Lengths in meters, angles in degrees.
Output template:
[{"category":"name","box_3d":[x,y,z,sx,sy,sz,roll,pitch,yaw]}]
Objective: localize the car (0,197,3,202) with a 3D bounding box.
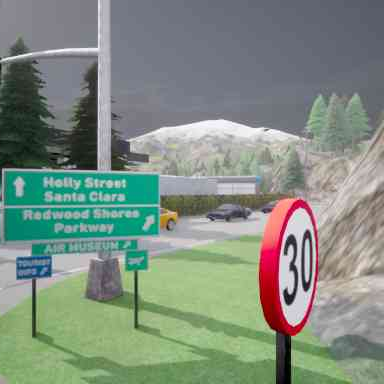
[{"category":"car","box_3d":[-12.368,1.505,26.054,1.905,1.878,3.866,0,0,35]}]

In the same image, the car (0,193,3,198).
[{"category":"car","box_3d":[-38.568,1.490,69.998,4.514,1.523,2.007,0,0,35]}]

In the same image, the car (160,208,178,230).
[{"category":"car","box_3d":[-2.912,1.669,20.479,1.882,1.535,5.008,0,0,36]}]

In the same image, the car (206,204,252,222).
[{"category":"car","box_3d":[3.359,1.739,29.098,2.033,1.411,5.357,0,0,36]}]

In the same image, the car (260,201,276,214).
[{"category":"car","box_3d":[9.646,1.739,37.713,2.033,1.411,5.357,0,0,36]}]
